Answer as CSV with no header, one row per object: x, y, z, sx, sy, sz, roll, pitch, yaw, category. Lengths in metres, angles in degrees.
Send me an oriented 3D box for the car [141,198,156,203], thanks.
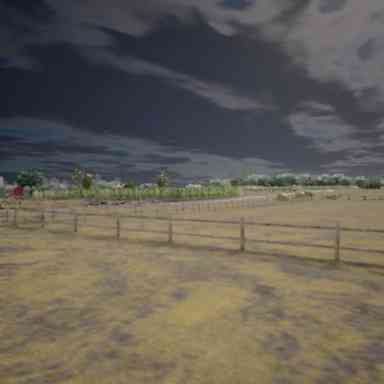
-9.767,2.082,77.244,1.837,1.490,4.892,-2,-1,36,car

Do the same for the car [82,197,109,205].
-18.768,1.939,64.771,2.150,2.045,5.566,-2,-1,36,car
